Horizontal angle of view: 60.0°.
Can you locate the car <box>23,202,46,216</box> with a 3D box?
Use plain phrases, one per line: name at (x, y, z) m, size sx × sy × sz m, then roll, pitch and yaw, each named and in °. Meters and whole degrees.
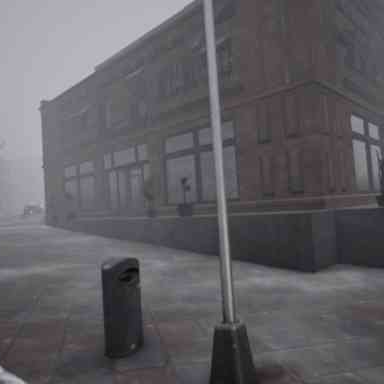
car at (-18.087, 1.900, 38.412) m, size 1.837 × 1.490 × 4.892 m, roll -2°, pitch 0°, yaw -16°
